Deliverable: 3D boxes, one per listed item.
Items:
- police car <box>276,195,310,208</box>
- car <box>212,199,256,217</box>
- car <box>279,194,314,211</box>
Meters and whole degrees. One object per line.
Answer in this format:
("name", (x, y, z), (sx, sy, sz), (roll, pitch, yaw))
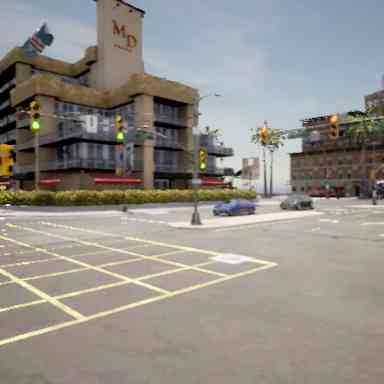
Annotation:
("police car", (13.198, 1.180, 43.364), (4.974, 1.542, 2.038), (-1, 1, -44))
("car", (3.831, 1.327, 29.533), (4.674, 1.442, 1.812), (-1, 0, -44))
("car", (11.707, 1.073, 37.103), (4.553, 1.767, 2.097), (-1, 0, -44))
